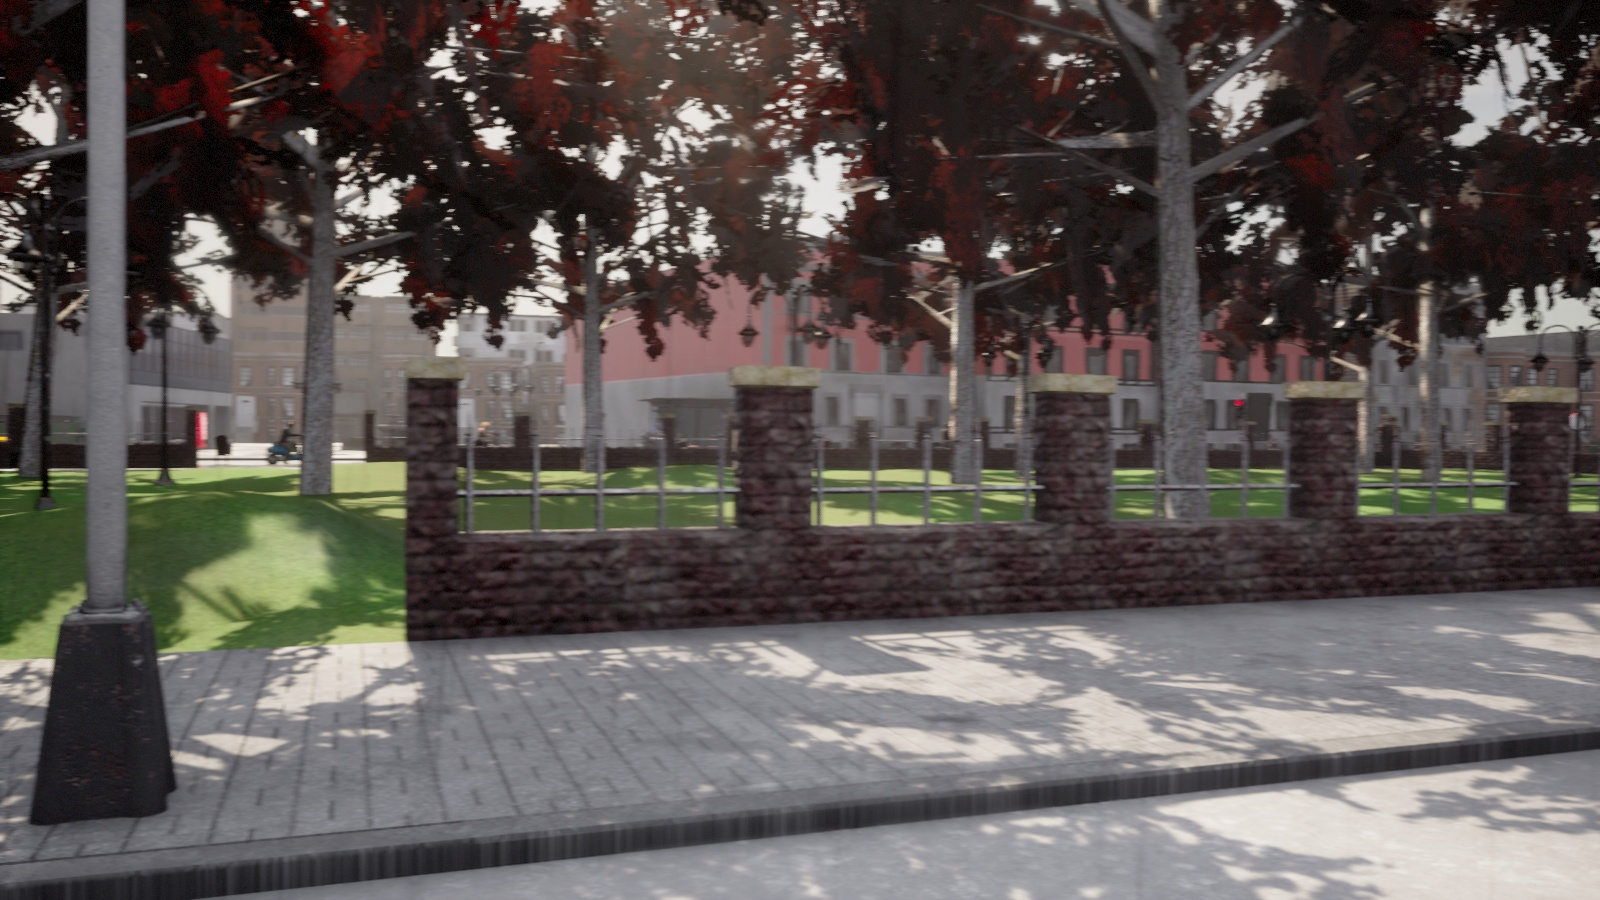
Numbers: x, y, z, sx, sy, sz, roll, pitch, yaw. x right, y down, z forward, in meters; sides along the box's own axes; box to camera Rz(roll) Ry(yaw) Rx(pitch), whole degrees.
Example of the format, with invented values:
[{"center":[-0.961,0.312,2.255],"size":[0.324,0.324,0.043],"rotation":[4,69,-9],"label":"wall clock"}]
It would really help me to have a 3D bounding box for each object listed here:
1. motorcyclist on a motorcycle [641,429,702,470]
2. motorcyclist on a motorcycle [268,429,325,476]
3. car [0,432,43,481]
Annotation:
[{"center":[-4.967,-0.031,48.675],"size":[2.191,1.530,0.866],"rotation":[-1,1,-20],"label":"motorcyclist on a motorcycle"},{"center":[-17.688,0.077,44.165],"size":[1.817,1.590,0.866],"rotation":[-1,1,-20],"label":"motorcyclist on a motorcycle"},{"center":[-27.758,0.211,40.591],"size":[5.366,1.575,1.801],"rotation":[-1,1,-20],"label":"car"}]
